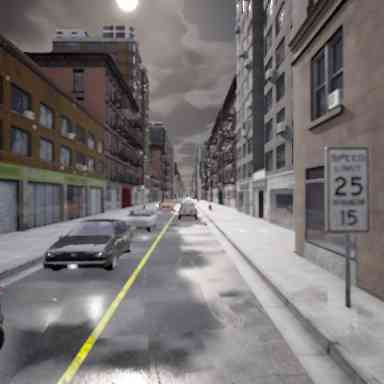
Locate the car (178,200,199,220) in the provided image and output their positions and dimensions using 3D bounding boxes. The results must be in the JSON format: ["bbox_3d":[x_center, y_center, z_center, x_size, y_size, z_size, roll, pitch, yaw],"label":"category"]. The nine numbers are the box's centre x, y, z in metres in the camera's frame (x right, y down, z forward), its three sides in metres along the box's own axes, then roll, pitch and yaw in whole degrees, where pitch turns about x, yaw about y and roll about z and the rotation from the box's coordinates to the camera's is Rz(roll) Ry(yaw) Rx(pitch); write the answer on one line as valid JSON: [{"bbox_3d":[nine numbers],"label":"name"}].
[{"bbox_3d":[-0.363,1.815,31.651,2.033,1.411,5.357,0,0,0],"label":"car"}]

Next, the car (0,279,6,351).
[{"bbox_3d":[-3.108,1.244,1.406,2.150,2.045,5.566,0,0,-1],"label":"car"}]

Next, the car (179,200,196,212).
[{"bbox_3d":[-0.574,1.877,45.540,2.128,1.511,4.902,0,0,0],"label":"car"}]

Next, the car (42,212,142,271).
[{"bbox_3d":[-3.248,1.656,11.651,2.033,1.411,5.357,0,0,-1],"label":"car"}]

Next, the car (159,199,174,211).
[{"bbox_3d":[-3.648,1.809,47.964,2.097,1.767,4.553,0,0,-1],"label":"car"}]

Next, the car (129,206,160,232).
[{"bbox_3d":[-3.374,1.793,21.574,1.895,1.301,4.718,0,0,-1],"label":"car"}]
